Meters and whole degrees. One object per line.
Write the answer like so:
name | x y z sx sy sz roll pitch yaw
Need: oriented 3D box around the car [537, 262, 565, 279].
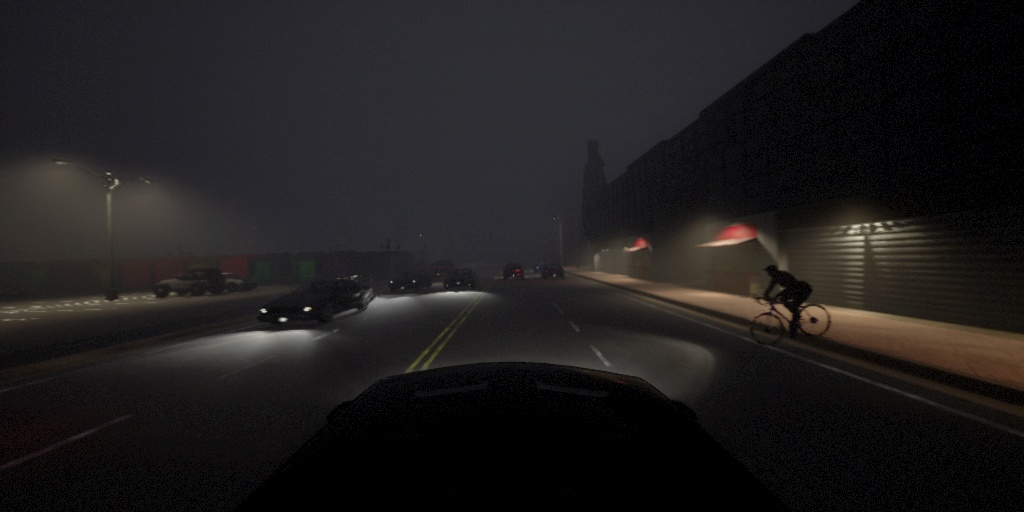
car | 3.670 1.393 33.089 1.895 1.301 4.718 -2 0 1

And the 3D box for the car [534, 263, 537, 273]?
car | 3.706 1.456 45.286 1.895 1.301 4.718 -2 0 1

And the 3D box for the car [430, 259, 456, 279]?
car | -6.884 1.380 36.277 2.150 2.045 5.566 -2 0 0

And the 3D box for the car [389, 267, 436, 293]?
car | -6.930 1.718 24.936 1.895 1.301 4.718 -2 0 0

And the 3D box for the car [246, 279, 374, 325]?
car | -7.094 1.603 13.763 2.033 1.411 5.357 -2 0 0

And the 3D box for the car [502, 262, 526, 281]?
car | 0.165 1.417 33.036 1.837 1.490 4.892 -2 0 1

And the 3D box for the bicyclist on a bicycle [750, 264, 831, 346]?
bicyclist on a bicycle | 5.606 0.958 7.335 1.656 1.620 0.582 -11 0 1

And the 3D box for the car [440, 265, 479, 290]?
car | -3.433 1.555 24.948 1.994 1.385 4.181 -2 0 0
